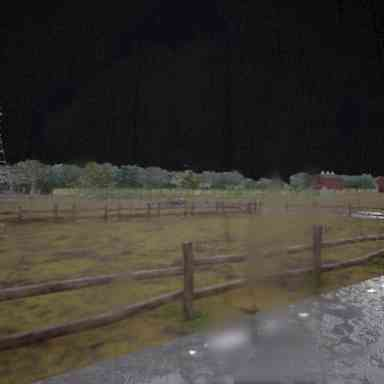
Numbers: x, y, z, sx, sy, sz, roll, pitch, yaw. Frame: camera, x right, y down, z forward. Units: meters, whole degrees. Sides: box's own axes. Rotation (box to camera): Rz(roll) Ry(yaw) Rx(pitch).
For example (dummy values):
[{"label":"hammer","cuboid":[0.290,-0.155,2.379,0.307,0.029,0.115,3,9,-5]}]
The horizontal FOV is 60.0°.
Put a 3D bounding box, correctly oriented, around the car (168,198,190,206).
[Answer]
[{"label":"car","cuboid":[-2.496,1.745,61.507,2.033,1.411,5.357,-1,1,-35]}]
